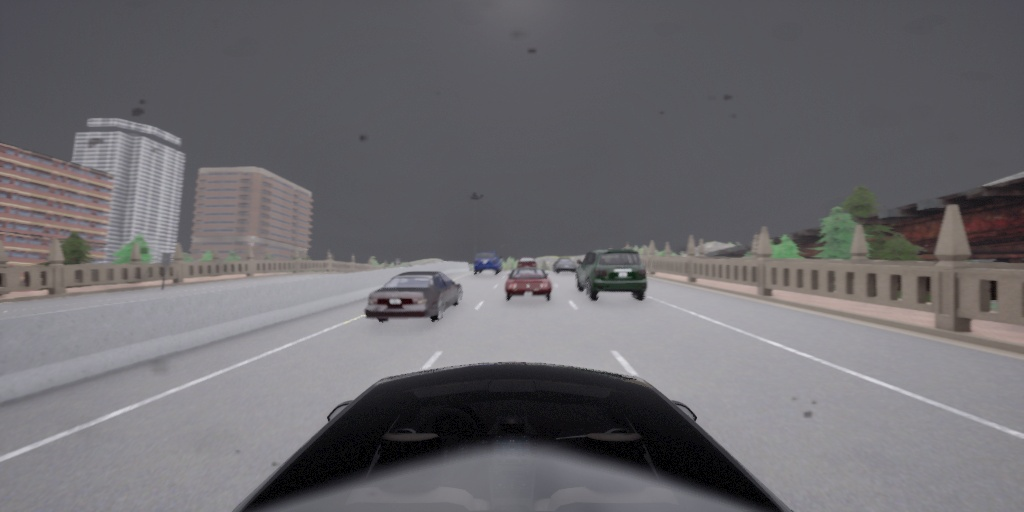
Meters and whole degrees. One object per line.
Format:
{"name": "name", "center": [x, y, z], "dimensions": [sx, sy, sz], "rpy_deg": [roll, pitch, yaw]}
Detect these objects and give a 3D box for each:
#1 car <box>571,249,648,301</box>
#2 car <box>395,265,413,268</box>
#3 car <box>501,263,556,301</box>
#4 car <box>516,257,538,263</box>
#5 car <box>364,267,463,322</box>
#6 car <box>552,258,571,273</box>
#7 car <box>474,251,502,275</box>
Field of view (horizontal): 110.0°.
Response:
{"name": "car", "center": [4.214, 0.737, 15.952], "dimensions": [2.150, 2.045, 5.566], "rpy_deg": [-1, 1, 2]}
{"name": "car", "center": [-15.453, 1.938, 52.560], "dimensions": [1.895, 1.301, 4.718], "rpy_deg": [-1, -5, 2]}
{"name": "car", "center": [0.721, 1.155, 16.068], "dimensions": [1.895, 1.301, 4.718], "rpy_deg": [-1, 1, 2]}
{"name": "car", "center": [1.454, 0.844, 34.798], "dimensions": [1.882, 1.535, 5.008], "rpy_deg": [-1, -1, 2]}
{"name": "car", "center": [-2.948, 1.200, 11.857], "dimensions": [2.033, 1.411, 5.357], "rpy_deg": [-1, 1, 2]}
{"name": "car", "center": [4.914, 0.883, 33.691], "dimensions": [1.994, 1.385, 4.181], "rpy_deg": [-1, 0, 2]}
{"name": "car", "center": [-2.139, 0.617, 32.576], "dimensions": [2.150, 2.045, 5.566], "rpy_deg": [-1, 0, 2]}
